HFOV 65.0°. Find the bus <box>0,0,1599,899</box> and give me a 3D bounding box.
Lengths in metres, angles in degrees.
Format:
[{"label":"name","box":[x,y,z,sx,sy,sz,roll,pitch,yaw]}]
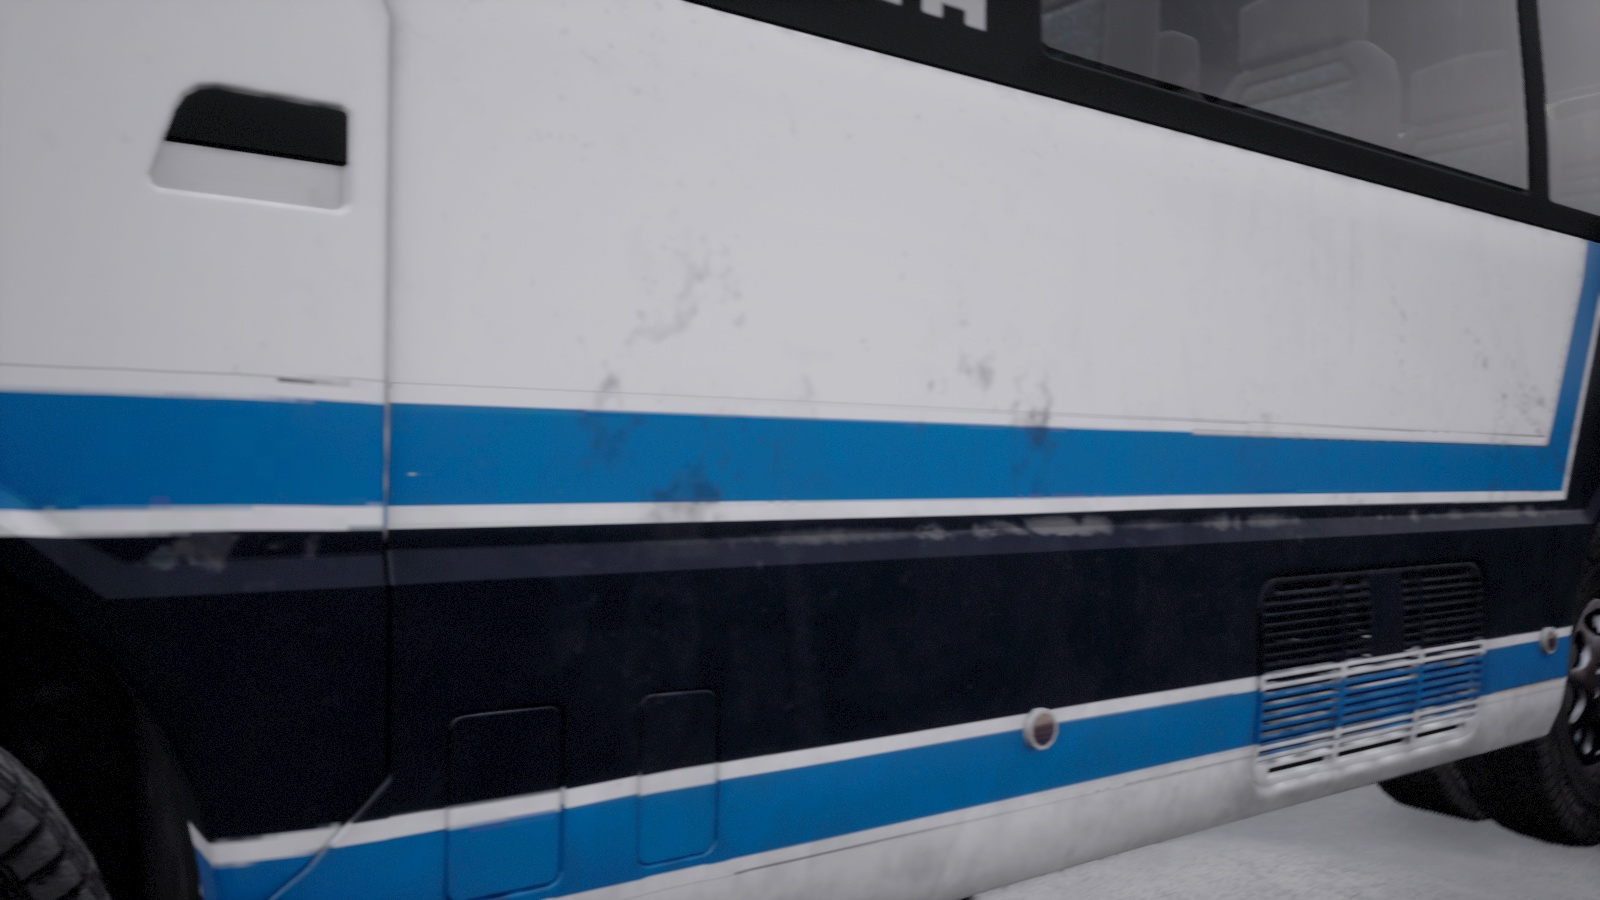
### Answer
[{"label":"bus","box":[0.066,-0.617,4.379,10.273,4.253,3.944,1,-1,-37]}]
